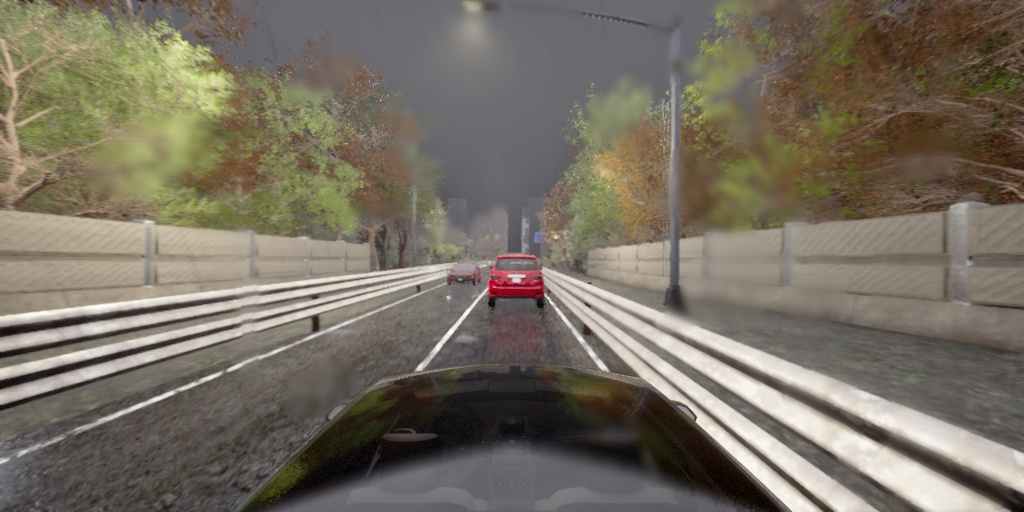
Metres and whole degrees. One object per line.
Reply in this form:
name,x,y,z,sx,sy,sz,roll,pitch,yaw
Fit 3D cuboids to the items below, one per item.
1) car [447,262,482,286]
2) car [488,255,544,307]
car,-3.205,1.199,24.953,1.882,1.535,5.008,0,0,0
car,0.180,0.967,15.638,2.150,2.045,5.566,0,0,0
